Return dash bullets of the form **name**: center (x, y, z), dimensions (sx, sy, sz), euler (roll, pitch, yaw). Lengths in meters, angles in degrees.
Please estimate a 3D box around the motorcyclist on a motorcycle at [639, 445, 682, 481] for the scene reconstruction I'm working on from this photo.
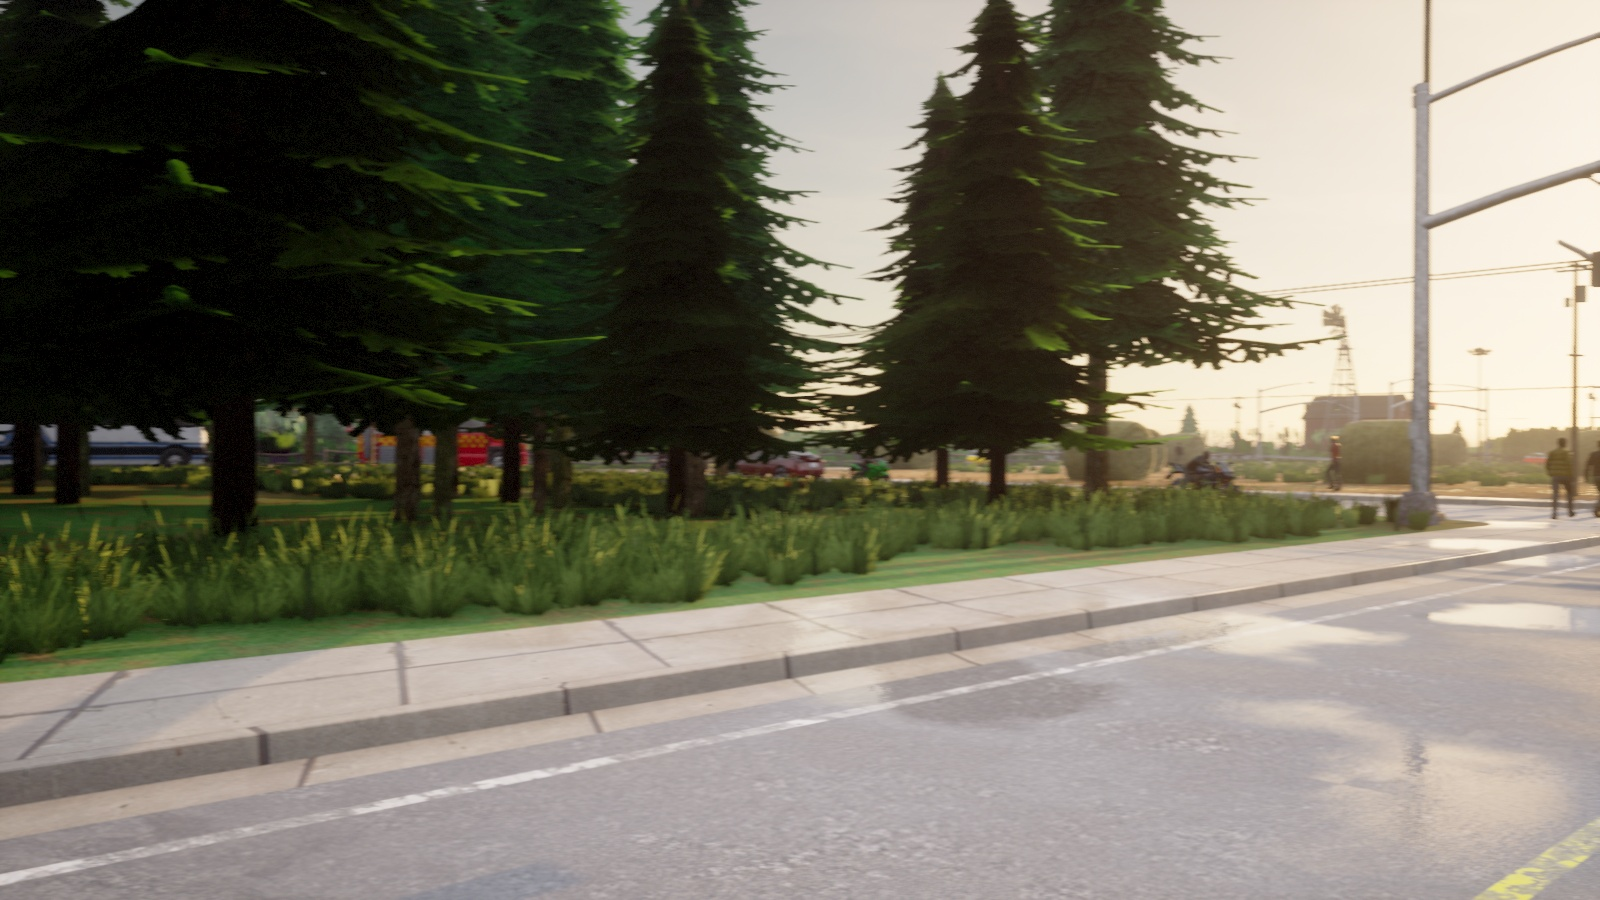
- **motorcyclist on a motorcycle**: center (-6.562, 0.598, 59.087), dimensions (0.766, 1.649, 2.350), euler (0, 0, -42)

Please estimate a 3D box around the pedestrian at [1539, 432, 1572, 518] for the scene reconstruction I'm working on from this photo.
- **pedestrian**: center (16.316, 0.526, 27.108), dimensions (0.726, 1.835, 0.370), euler (0, 0, -38)

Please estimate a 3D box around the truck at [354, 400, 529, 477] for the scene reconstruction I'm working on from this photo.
- **truck**: center (-18.934, -0.568, 66.734), dimensions (8.468, 3.827, 2.891), euler (0, 0, -39)

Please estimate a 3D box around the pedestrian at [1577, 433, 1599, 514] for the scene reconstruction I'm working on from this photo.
- **pedestrian**: center (18.294, 0.527, 28.954), dimensions (0.703, 1.840, 0.431), euler (0, 0, -40)

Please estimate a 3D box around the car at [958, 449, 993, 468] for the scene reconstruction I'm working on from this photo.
- **car**: center (12.982, 0.622, 92.844), dimensions (2.207, 1.376, 1.481), euler (0, 0, -39)

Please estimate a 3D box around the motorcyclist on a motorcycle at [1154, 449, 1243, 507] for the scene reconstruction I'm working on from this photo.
- **motorcyclist on a motorcycle**: center (10.925, 0.749, 34.486), dimensions (0.866, 1.530, 2.191), euler (0, 0, -42)

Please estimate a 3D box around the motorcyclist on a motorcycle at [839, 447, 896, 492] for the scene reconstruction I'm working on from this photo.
- **motorcyclist on a motorcycle**: center (2.346, 0.668, 43.993), dimensions (0.797, 1.523, 2.044), euler (0, 0, -42)

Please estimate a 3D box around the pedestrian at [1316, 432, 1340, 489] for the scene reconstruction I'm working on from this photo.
- **pedestrian**: center (17.147, 0.345, 40.803), dimensions (0.331, 1.846, 0.636), euler (0, 0, -37)

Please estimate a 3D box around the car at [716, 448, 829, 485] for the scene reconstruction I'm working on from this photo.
- **car**: center (-1.204, 0.664, 53.151), dimensions (2.163, 1.488, 4.792), euler (0, 0, -42)

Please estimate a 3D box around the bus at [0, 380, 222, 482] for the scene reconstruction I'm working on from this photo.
- **bus**: center (-31.859, -0.785, 56.156), dimensions (10.273, 4.253, 3.944), euler (0, 0, -40)
